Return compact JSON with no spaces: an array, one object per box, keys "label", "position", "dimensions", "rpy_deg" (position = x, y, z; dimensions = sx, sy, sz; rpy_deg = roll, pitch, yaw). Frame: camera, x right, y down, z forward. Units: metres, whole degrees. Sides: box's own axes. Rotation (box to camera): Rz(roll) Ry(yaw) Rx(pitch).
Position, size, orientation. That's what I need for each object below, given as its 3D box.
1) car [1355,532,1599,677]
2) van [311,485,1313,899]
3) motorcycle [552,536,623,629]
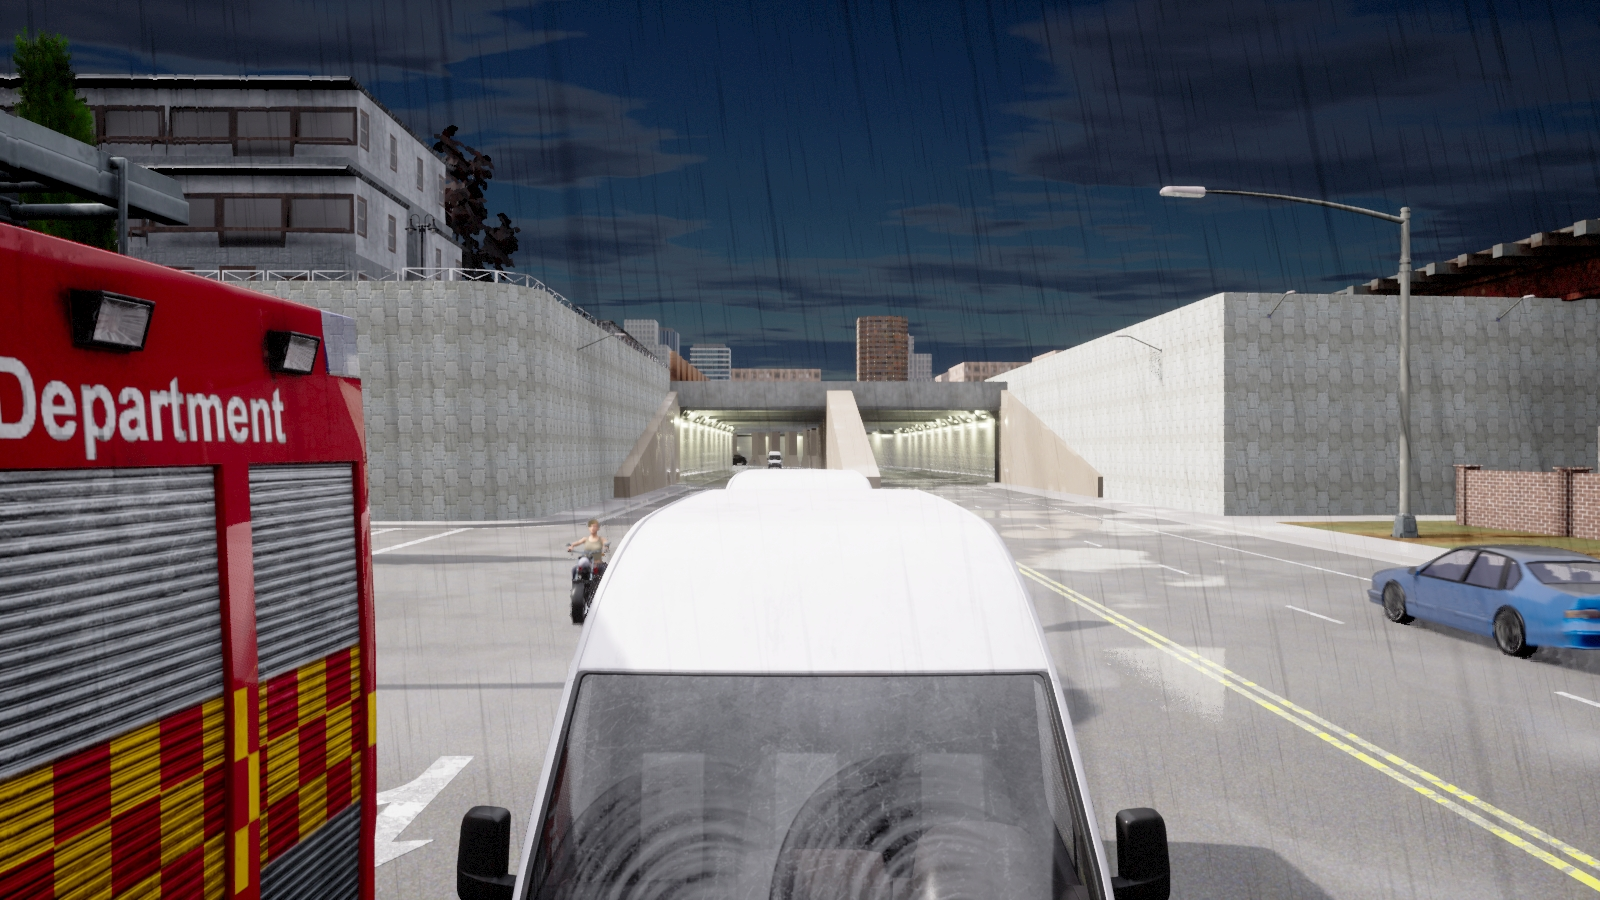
[{"label":"car","position":[10.489,2.106,16.810],"dimensions":[2.033,1.411,5.357],"rpy_deg":[0,0,0]},{"label":"van","position":[0.047,1.534,5.226],"dimensions":[1.988,2.561,5.915],"rpy_deg":[0,0,1]},{"label":"motorcycle","position":[-3.522,2.170,19.126],"dimensions":[0.764,1.277,2.356],"rpy_deg":[0,0,0]}]
